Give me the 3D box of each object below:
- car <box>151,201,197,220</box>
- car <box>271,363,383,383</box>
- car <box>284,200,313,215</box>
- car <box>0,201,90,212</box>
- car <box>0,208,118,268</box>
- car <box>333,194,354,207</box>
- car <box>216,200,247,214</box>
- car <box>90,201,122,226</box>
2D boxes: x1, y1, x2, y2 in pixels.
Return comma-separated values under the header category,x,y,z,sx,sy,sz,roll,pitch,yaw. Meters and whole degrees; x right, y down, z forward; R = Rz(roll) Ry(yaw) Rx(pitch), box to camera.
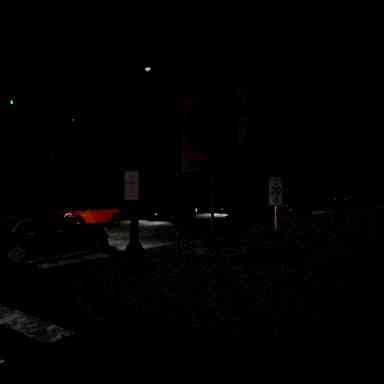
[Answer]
category,x,y,z,sx,sy,sz,roll,pitch,yaw
car,-1.456,1.539,28.375,1.837,1.490,4.892,0,0,35
car,2.222,1.551,1.258,4.403,1.369,2.008,0,0,36
car,11.094,1.557,34.509,2.128,1.511,4.902,0,0,35
car,-7.111,1.366,14.417,2.097,1.767,4.553,0,0,35
car,-5.151,1.520,11.565,1.837,1.490,4.892,0,0,35
car,24.096,1.348,52.872,2.150,2.045,5.566,0,0,35
car,4.342,1.618,36.553,1.994,1.385,4.181,0,0,36
car,-6.688,1.370,20.987,2.097,1.767,4.553,0,0,35
